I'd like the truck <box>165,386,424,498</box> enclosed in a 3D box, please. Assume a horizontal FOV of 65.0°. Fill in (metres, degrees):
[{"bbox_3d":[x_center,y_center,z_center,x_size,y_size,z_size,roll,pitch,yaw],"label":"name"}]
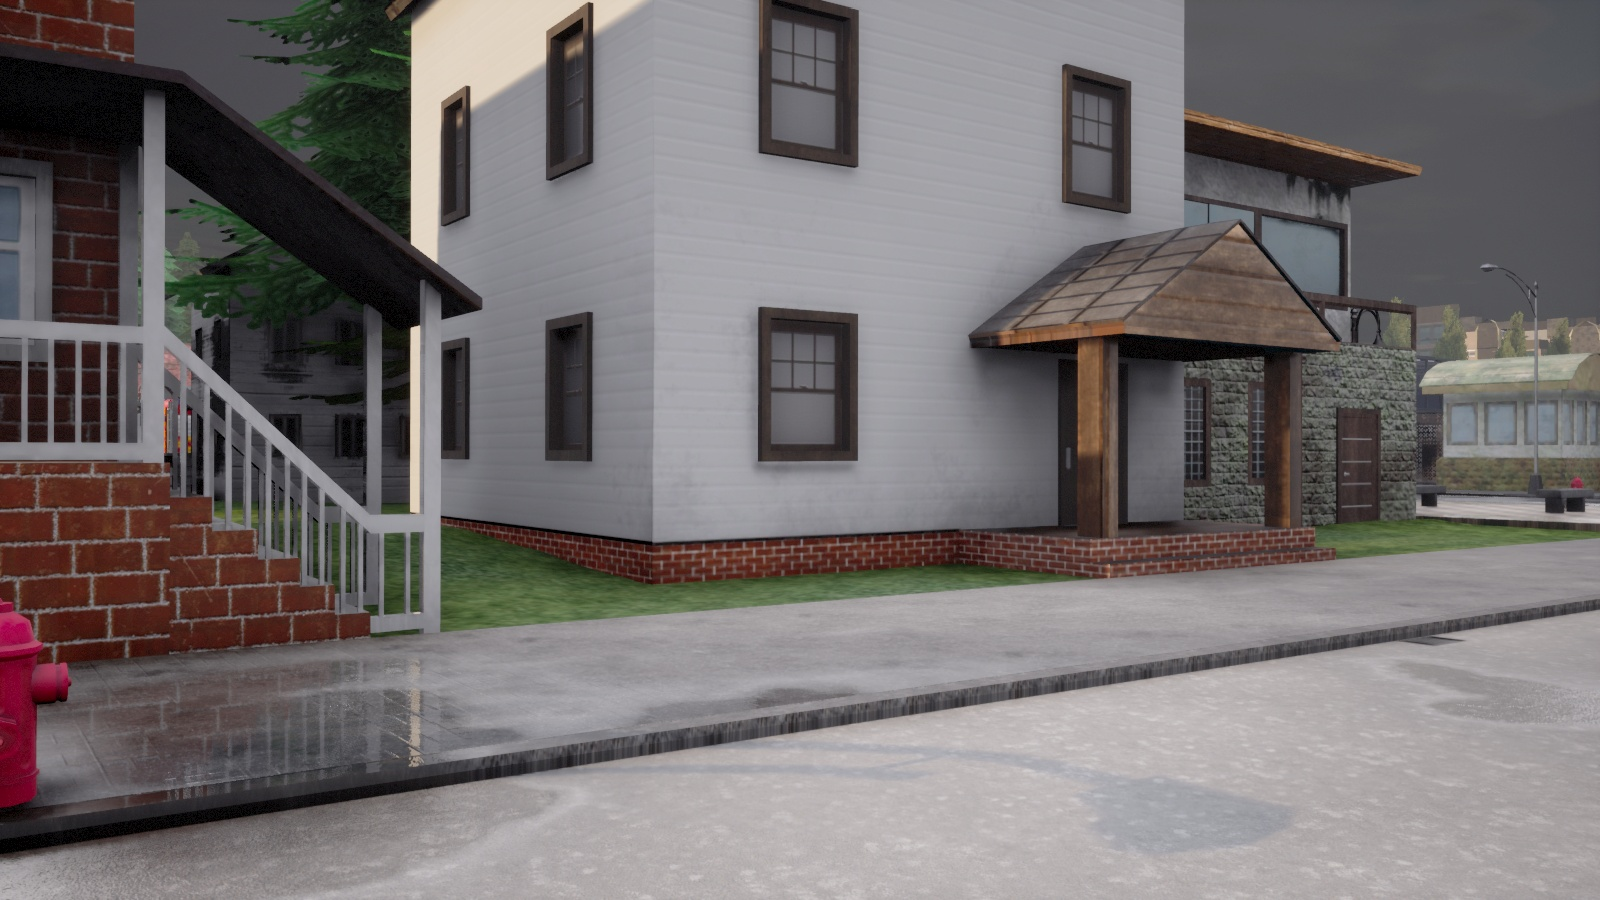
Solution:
[{"bbox_3d":[-18.604,-0.266,46.530,8.468,3.827,2.891,0,0,-35],"label":"truck"}]
